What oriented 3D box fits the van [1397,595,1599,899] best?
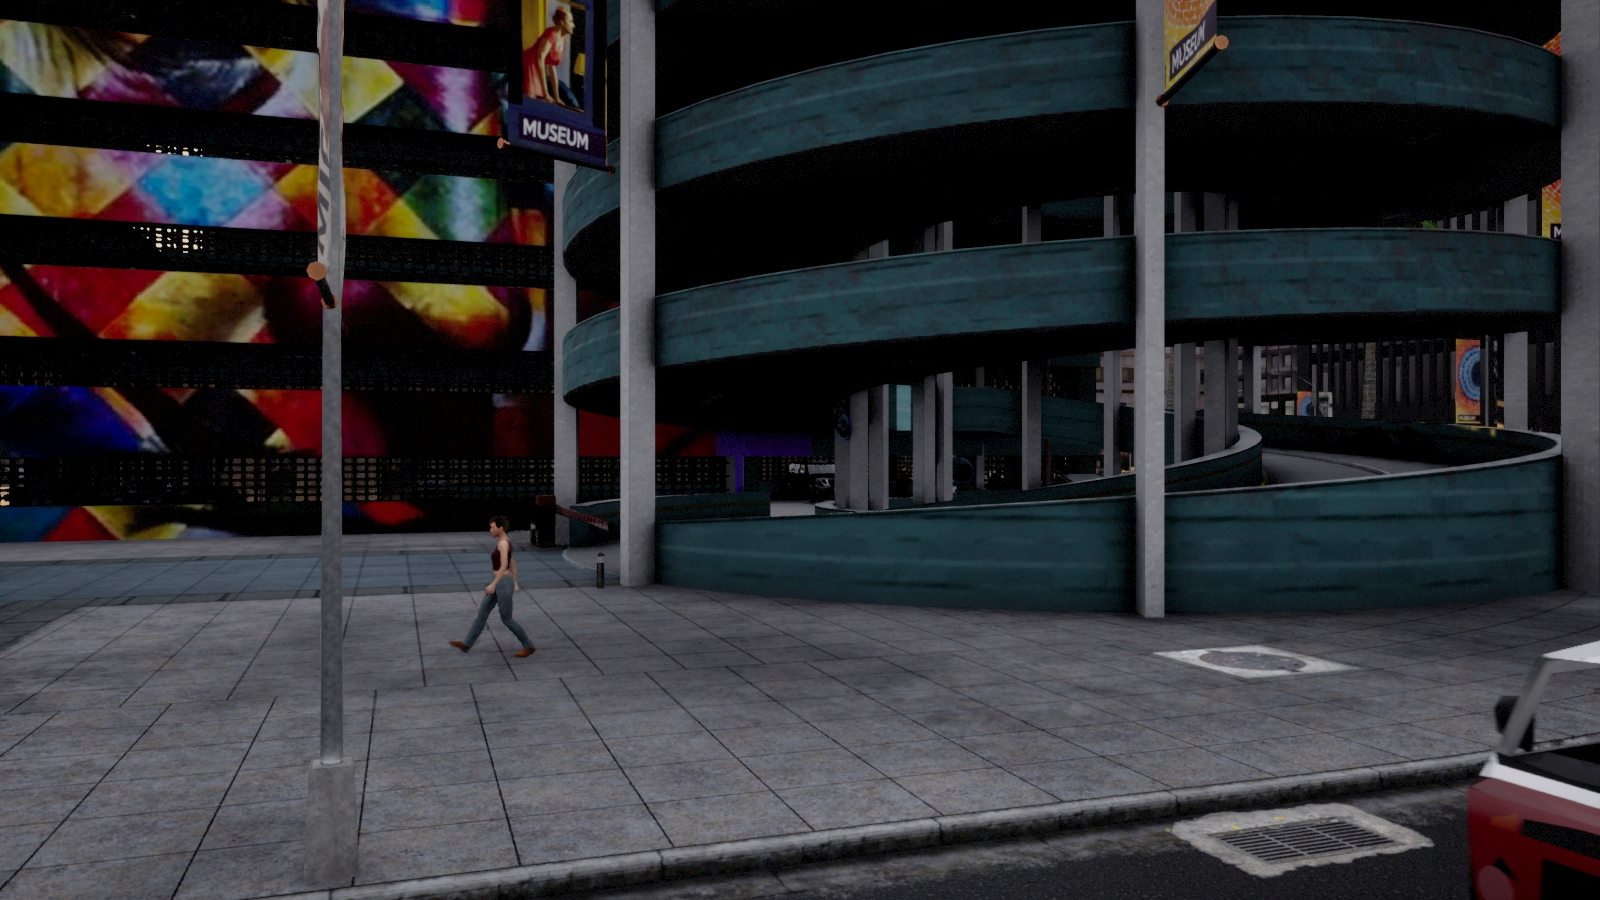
[{"bbox_3d":[5.292,1.783,5.323,4.480,2.038,2.069,0,0,-23],"label":"van"}]

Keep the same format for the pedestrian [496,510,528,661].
[{"bbox_3d":[-3.636,1.696,14.421,0.375,1.860,0.375,0,0,-16],"label":"pedestrian"}]
